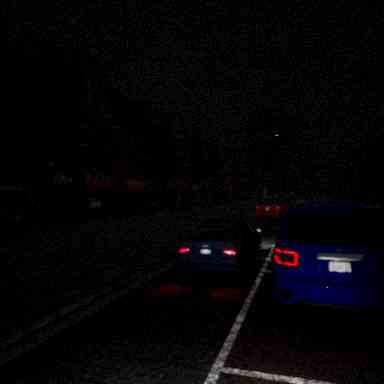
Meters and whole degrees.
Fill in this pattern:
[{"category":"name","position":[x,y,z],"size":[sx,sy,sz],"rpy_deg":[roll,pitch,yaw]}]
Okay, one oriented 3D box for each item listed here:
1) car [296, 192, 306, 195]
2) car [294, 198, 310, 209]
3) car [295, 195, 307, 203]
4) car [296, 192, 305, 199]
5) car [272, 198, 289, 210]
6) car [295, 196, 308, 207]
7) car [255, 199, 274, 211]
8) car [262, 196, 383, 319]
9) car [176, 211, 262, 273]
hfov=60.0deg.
[{"category":"car","position":[12.545,1.209,37.929],"size":[2.192,1.841,5.009],"rpy_deg":[-1,0,18]},{"category":"car","position":[14.256,1.434,43.200],"size":[1.947,1.339,4.313],"rpy_deg":[-1,0,18]},{"category":"car","position":[21.090,1.301,64.286],"size":[2.008,1.369,4.403],"rpy_deg":[0,0,18]},{"category":"car","position":[29.627,0.890,90.641],"size":[2.192,1.841,5.009],"rpy_deg":[0,0,18]},{"category":"car","position":[11.606,1.523,43.274],"size":[1.895,1.301,4.718],"rpy_deg":[-1,0,18]},{"category":"car","position":[16.016,1.366,48.634],"size":[1.752,1.417,4.829],"rpy_deg":[0,0,18]},{"category":"car","position":[6.535,1.345,27.968],"size":[2.097,1.767,4.553],"rpy_deg":[-1,0,18]},{"category":"car","position":[3.044,1.211,7.538],"size":[2.150,2.045,5.566],"rpy_deg":[-1,0,18]},{"category":"car","position":[1.132,1.583,10.960],"size":[2.033,1.411,5.357],"rpy_deg":[-1,0,18]}]
